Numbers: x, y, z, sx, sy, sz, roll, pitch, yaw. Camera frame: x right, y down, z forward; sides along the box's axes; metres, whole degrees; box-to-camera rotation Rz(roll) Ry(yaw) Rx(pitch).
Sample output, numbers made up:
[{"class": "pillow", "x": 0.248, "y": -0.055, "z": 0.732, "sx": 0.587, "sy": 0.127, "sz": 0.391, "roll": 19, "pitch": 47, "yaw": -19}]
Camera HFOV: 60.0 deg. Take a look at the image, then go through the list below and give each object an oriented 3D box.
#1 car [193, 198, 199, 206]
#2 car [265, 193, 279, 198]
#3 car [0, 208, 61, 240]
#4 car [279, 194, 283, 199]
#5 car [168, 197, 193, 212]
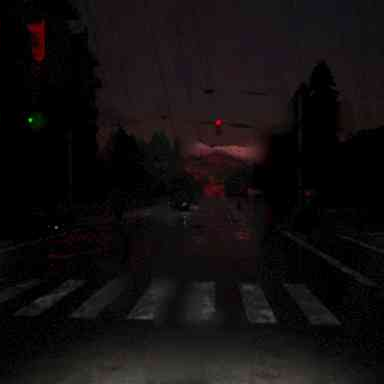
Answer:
[{"class": "car", "x": 0.052, "y": 1.553, "z": 54.689, "sx": 1.895, "sy": 1.301, "sz": 4.718, "roll": 0, "pitch": 0, "yaw": 5}, {"class": "car", "x": 19.792, "y": 1.273, "z": 82.660, "sx": 1.845, "sy": 1.501, "sz": 3.633, "roll": 0, "pitch": 0, "yaw": 5}, {"class": "car", "x": -8.882, "y": 1.521, "z": 16.436, "sx": 4.674, "sy": 1.442, "sz": 1.812, "roll": 0, "pitch": 0, "yaw": 6}, {"class": "car", "x": 23.423, "y": 1.271, "z": 89.785, "sx": 1.970, "sy": 1.475, "sz": 3.806, "roll": 0, "pitch": 0, "yaw": 5}, {"class": "car", "x": -1.421, "y": 1.326, "z": 37.392, "sx": 2.097, "sy": 1.767, "sz": 4.553, "roll": 0, "pitch": 0, "yaw": 5}]
